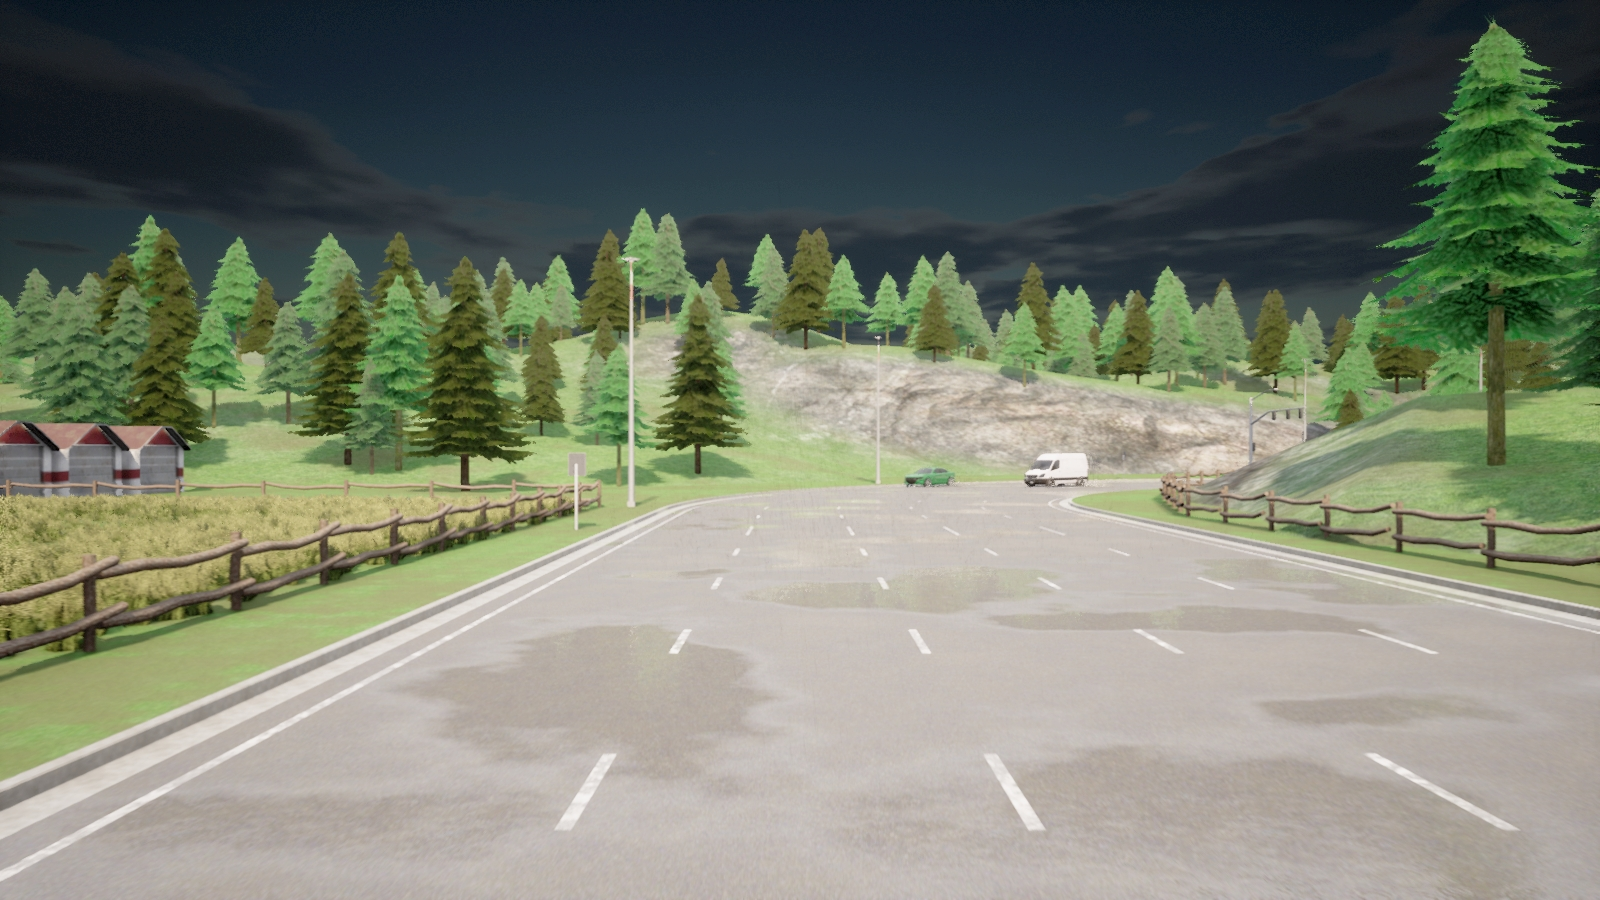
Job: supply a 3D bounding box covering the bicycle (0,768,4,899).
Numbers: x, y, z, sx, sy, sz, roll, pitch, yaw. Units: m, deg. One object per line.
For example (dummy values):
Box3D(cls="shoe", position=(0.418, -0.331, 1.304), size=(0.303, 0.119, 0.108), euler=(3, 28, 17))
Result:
Box3D(cls="bicycle", position=(-3.494, 2.060, 3.852), size=(0.329, 1.471, 1.835), euler=(0, 0, 0))
